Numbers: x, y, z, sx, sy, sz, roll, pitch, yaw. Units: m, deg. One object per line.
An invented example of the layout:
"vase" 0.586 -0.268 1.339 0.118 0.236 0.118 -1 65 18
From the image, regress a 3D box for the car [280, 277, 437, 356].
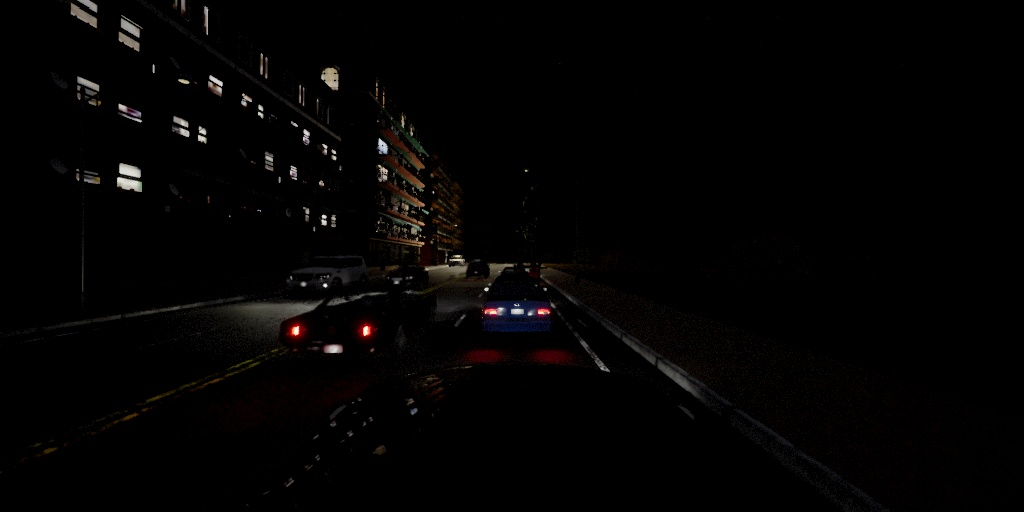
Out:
"car" -3.140 1.352 8.546 1.895 1.301 4.718 0 0 0

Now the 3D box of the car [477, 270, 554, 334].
"car" 0.117 1.299 10.583 2.033 1.411 5.357 0 0 0

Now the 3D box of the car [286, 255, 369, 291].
"car" -9.819 0.974 19.653 2.150 2.045 5.566 0 0 0

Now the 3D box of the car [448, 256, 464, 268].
"car" -9.695 0.973 62.993 2.150 2.045 5.566 0 0 1

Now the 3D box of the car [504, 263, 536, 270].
"car" 0.129 1.317 20.916 1.994 1.385 4.181 0 0 1

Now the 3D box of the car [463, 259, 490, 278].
"car" -3.091 1.231 33.432 1.882 1.535 5.008 0 0 0

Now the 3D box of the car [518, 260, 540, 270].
"car" 1.189 1.105 29.851 2.097 1.767 4.553 0 0 0

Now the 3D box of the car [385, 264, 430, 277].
"car" -6.562 1.245 22.847 2.128 1.511 4.902 0 0 0
